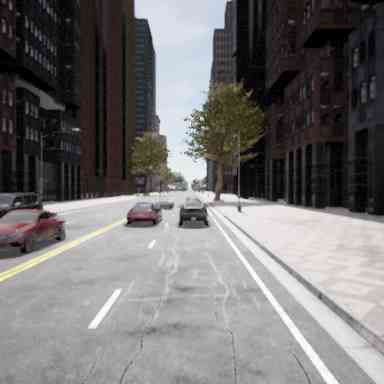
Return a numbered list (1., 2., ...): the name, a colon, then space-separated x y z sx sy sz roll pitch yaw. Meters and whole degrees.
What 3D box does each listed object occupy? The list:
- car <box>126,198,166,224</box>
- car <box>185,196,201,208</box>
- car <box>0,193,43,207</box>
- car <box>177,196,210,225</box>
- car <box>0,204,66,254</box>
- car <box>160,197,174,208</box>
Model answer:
1. car: -3.148 1.362 22.578 1.994 1.385 4.181 0 1 0
2. car: 0.117 1.191 41.384 1.994 1.385 4.181 0 1 0
3. car: -9.741 1.066 17.362 2.150 2.045 5.566 0 1 0
4. car: 0.101 1.306 22.373 1.837 1.490 4.892 0 1 0
5. car: -6.534 1.408 13.173 1.812 1.442 4.674 0 1 1
6. car: -3.133 1.240 40.028 1.895 1.301 4.718 0 1 0
